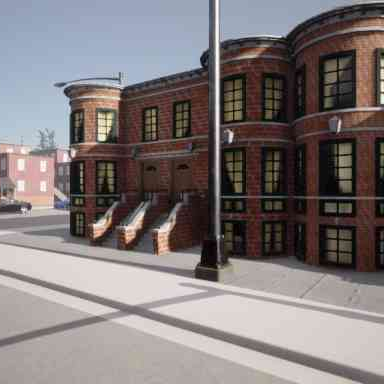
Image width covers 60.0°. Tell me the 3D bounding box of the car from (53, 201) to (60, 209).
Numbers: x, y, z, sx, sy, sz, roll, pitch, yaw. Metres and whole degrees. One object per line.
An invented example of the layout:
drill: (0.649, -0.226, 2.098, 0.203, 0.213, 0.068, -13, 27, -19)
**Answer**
car: (-15.729, 1.478, 43.828, 1.882, 1.535, 5.008, 0, 0, 35)

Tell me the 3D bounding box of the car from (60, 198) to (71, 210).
car: (-13.327, 1.599, 41.167, 1.895, 1.301, 4.718, 0, 0, 36)

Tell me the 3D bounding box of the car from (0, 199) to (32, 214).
car: (-18.767, 1.491, 33.567, 2.128, 1.511, 4.902, 0, 0, 36)
